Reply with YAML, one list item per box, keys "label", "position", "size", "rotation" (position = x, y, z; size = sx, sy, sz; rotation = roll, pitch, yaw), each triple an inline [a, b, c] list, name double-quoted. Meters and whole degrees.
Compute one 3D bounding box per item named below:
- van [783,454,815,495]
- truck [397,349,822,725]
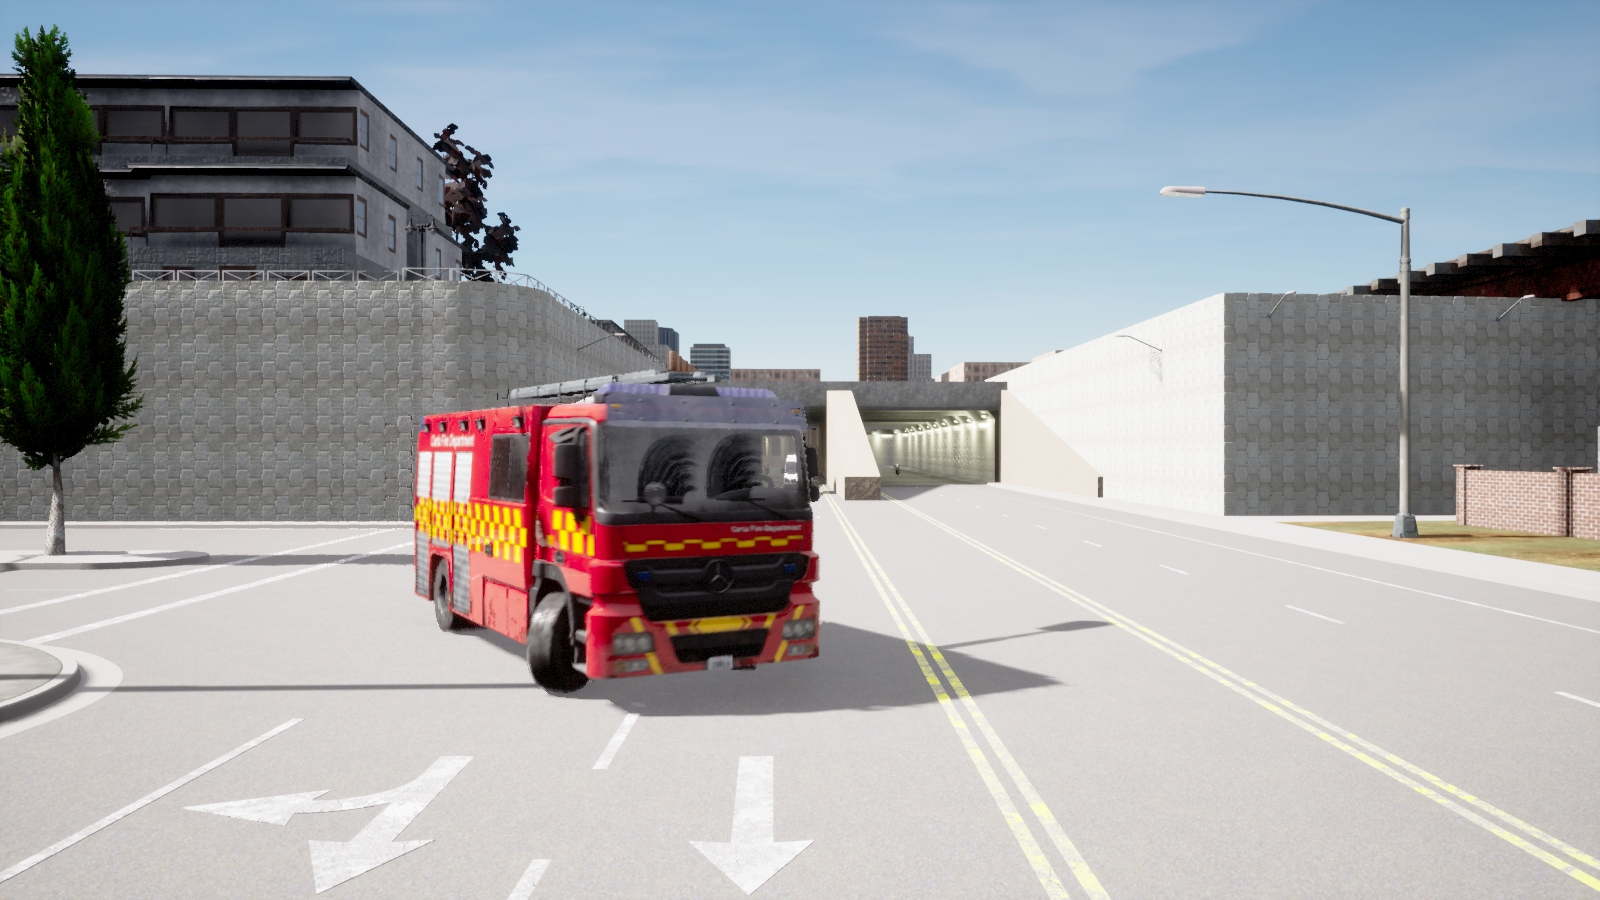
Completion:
- label: "van"
  position: [-0.057, 1.534, 74.054]
  size: [1.988, 2.561, 5.915]
  rotation: [0, 0, 0]
- label: "truck"
  position: [-3.193, 0.890, 15.985]
  size: [2.891, 3.827, 8.468]
  rotation: [1, 0, -31]
